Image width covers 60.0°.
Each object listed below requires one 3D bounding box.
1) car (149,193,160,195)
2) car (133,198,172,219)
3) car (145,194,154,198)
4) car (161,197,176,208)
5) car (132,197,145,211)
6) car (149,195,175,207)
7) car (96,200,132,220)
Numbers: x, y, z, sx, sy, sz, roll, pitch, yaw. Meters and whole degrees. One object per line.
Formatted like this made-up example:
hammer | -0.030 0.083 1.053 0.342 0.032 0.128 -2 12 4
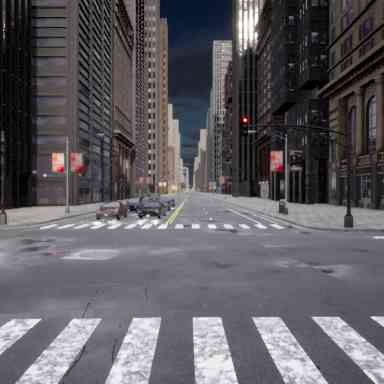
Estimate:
car | -6.680 1.170 57.844 2.150 2.045 5.566 0 0 1
car | -3.383 1.531 29.483 2.033 1.411 5.357 0 0 4
car | -6.696 1.470 47.395 1.837 1.490 4.892 0 0 0
car | -3.455 1.510 49.774 2.033 1.411 5.357 0 0 0
car | -6.675 1.577 37.155 1.895 1.301 4.718 0 0 0
car | -3.426 1.466 39.222 2.128 1.511 4.902 0 0 0
car | -6.655 1.510 28.047 1.812 1.442 4.674 0 0 0
